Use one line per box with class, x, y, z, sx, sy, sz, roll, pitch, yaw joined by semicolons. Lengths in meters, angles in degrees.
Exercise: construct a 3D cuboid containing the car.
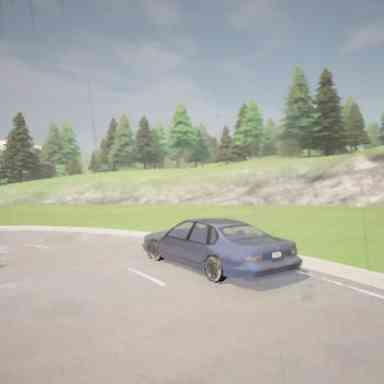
car;0.479;1.450;9.486;2.033;1.411;5.357;-1;1;-34
